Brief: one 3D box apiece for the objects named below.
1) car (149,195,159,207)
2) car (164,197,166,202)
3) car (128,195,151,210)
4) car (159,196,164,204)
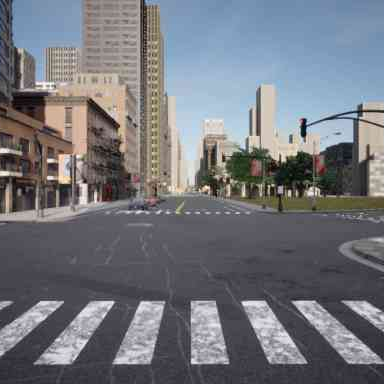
[{"bbox_3d":[-6.643,1.295,50.559,2.097,1.767,4.553,0,0,0],"label":"car"},{"bbox_3d":[-6.557,1.502,69.742,1.895,1.301,4.718,0,0,0],"label":"car"},{"bbox_3d":[-6.659,1.484,41.507,1.812,1.442,4.674,0,0,0],"label":"car"},{"bbox_3d":[-6.631,1.492,59.610,1.994,1.385,4.181,0,0,0],"label":"car"}]
